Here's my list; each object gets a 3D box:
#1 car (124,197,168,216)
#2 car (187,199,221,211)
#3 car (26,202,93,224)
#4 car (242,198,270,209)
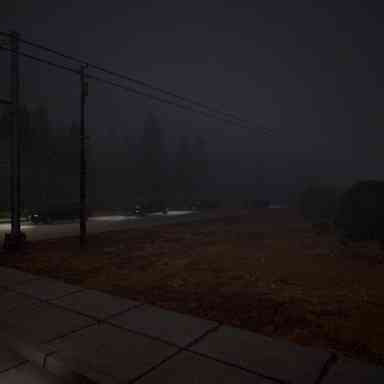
[{"bbox_3d":[-4.360,1.312,32.122,2.097,1.767,4.553,0,0,37],"label":"car"},{"bbox_3d":[1.491,1.509,39.995,1.895,1.301,4.718,0,0,37],"label":"car"},{"bbox_3d":[-9.766,1.513,24.833,1.837,1.490,4.892,0,0,37],"label":"car"},{"bbox_3d":[8.363,1.465,43.073,1.895,1.301,4.718,0,0,37],"label":"car"}]
